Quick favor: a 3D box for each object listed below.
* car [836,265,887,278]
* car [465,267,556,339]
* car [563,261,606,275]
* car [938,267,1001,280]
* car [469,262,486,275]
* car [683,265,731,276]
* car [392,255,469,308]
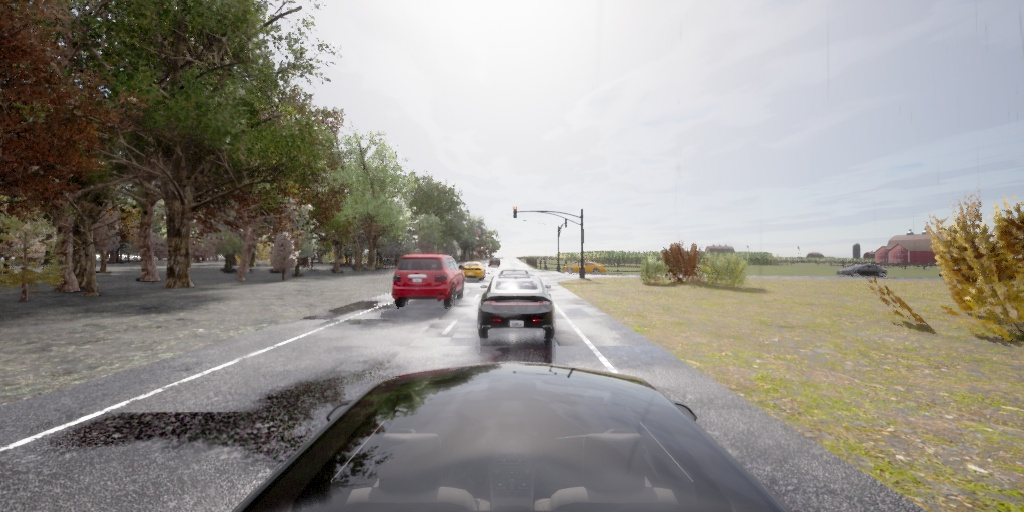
[{"bbox_3d":[40.447,1.753,41.530,4.892,1.490,1.837,1,-1,0],"label":"car"},{"bbox_3d":[0.110,1.244,10.113,2.128,1.511,4.902,0,0,0],"label":"car"},{"bbox_3d":[8.629,1.396,42.808,5.008,1.535,1.882,0,-1,15],"label":"car"},{"bbox_3d":[48.625,1.825,37.888,5.357,1.411,2.033,1,-1,1],"label":"car"},{"bbox_3d":[-3.371,1.233,31.319,1.882,1.535,5.008,0,0,0],"label":"car"},{"bbox_3d":[22.549,1.654,41.641,4.718,1.301,1.895,1,-1,0],"label":"car"},{"bbox_3d":[-3.380,0.974,15.393,2.150,2.045,5.566,0,0,0],"label":"car"}]
